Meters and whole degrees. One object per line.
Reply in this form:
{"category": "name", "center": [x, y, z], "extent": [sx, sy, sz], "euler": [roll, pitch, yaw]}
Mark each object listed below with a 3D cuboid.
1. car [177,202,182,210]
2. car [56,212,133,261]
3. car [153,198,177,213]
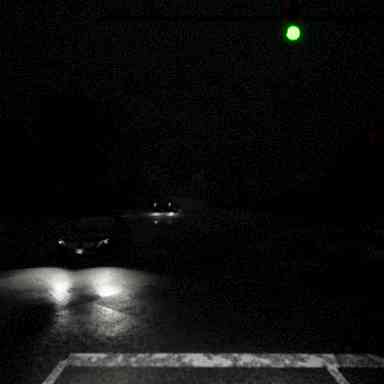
{"category": "car", "center": [-3.041, 2.668, 64.445], "extent": [1.837, 1.490, 4.892], "euler": [0, -3, 0]}
{"category": "car", "center": [-3.400, 1.527, 12.432], "extent": [1.812, 1.442, 4.674], "euler": [0, 0, 0]}
{"category": "car", "center": [-3.222, 1.445, 38.291], "extent": [2.097, 1.767, 4.553], "euler": [0, -1, 0]}
